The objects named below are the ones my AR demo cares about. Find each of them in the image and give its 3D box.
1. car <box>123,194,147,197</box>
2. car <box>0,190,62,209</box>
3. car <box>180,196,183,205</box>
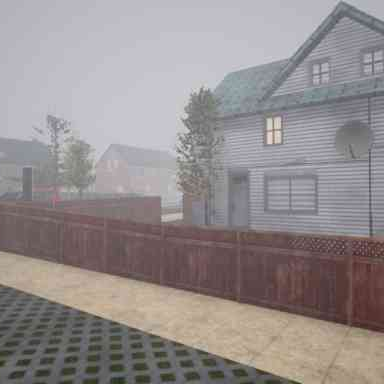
[{"bbox_3d":[-5.331,0.949,29.927,2.128,1.511,4.902,-1,1,36],"label":"car"},{"bbox_3d":[-11.215,0.920,21.762,2.150,2.045,5.566,-1,1,36],"label":"car"},{"bbox_3d":[0.558,0.568,38.117,2.097,1.767,4.553,-1,1,36],"label":"car"}]
